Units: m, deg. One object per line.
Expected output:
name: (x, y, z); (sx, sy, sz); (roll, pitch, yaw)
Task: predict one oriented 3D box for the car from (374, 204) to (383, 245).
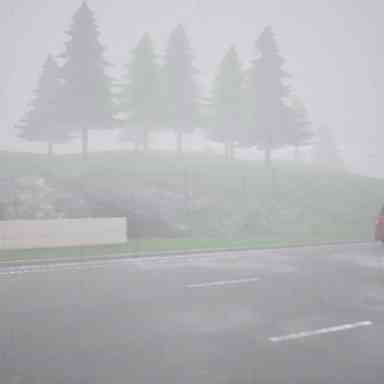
car: (10.450, 1.423, 14.180); (5.566, 2.045, 2.150); (0, -1, -19)
